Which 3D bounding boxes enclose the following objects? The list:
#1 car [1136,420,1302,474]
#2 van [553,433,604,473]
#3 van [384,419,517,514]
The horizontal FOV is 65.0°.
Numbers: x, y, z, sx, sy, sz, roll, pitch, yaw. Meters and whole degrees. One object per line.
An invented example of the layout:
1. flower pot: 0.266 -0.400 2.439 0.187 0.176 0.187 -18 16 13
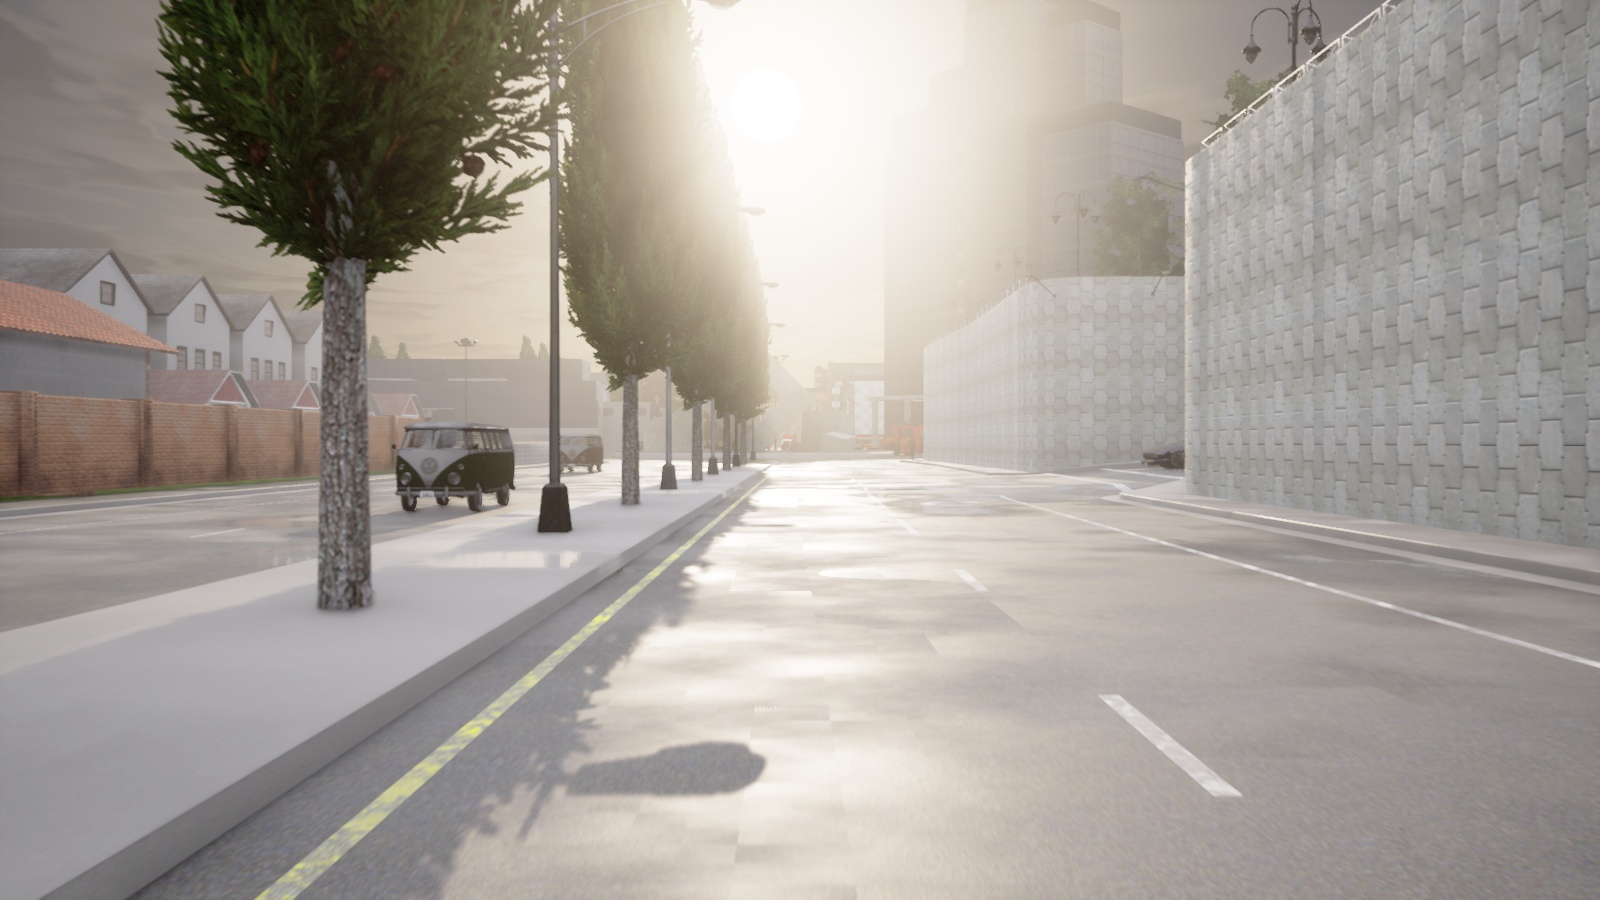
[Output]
1. car: 15.494 -0.110 46.663 5.357 1.411 2.033 -6 0 2
2. van: -11.124 0.133 63.401 1.775 1.987 4.442 0 0 0
3. van: -7.822 0.332 28.540 1.775 1.987 4.442 0 0 0
